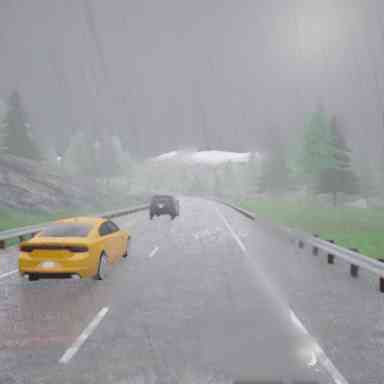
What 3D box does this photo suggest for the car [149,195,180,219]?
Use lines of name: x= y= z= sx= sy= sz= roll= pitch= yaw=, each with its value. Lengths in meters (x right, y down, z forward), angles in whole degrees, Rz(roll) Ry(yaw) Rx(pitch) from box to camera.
car: x=-2.387 y=1.291 z=29.646 sx=2.150 sy=2.045 sz=5.566 roll=0 pitch=0 yaw=3

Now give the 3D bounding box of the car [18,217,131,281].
car: x=-3.159 y=1.497 z=9.982 sx=1.882 sy=1.535 sz=5.008 roll=0 pitch=0 yaw=2
